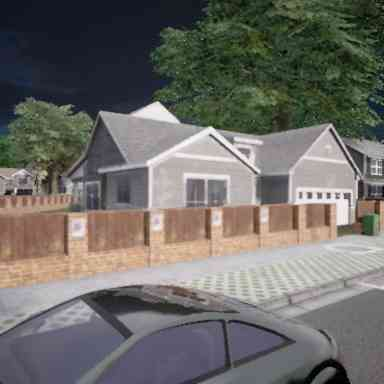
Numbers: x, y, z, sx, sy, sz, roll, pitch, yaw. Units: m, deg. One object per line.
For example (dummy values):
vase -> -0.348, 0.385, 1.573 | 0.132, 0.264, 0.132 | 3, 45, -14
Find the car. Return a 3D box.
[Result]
car -> -0.607, 1.561, 2.623 | 4.181, 1.385, 1.994 | 0, 0, -35
